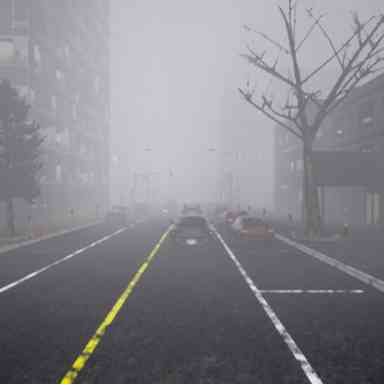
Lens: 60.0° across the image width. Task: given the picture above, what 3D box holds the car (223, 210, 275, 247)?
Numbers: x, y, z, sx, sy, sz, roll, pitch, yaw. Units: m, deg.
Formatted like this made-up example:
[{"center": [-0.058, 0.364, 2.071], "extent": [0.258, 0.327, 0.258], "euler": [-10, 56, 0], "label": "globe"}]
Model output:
[{"center": [2.703, 1.731, 15.532], "extent": [1.802, 1.307, 4.206], "euler": [-1, -1, 0], "label": "car"}]

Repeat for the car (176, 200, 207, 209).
[{"center": [-0.014, 1.773, 29.303], "extent": [2.128, 1.511, 4.902], "euler": [0, 0, 0], "label": "car"}]

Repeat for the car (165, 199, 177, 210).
[{"center": [-3.034, 2.010, 50.361], "extent": [1.812, 1.442, 4.674], "euler": [0, -1, 0], "label": "car"}]

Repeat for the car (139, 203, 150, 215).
[{"center": [-5.854, 1.910, 38.161], "extent": [1.887, 1.381, 4.507], "euler": [-1, -1, 0], "label": "car"}]

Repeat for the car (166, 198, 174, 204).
[{"center": [-5.755, 2.410, 87.355], "extent": [1.947, 1.339, 4.313], "euler": [-1, -1, 0], "label": "car"}]

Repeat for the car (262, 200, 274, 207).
[{"center": [16.274, 2.276, 66.892], "extent": [4.403, 1.369, 2.008], "euler": [0, 0, 1], "label": "car"}]

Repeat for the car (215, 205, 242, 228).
[{"center": [2.734, 1.748, 21.176], "extent": [1.887, 1.381, 4.507], "euler": [-1, -1, 0], "label": "car"}]

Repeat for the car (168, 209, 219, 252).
[{"center": [-0.004, 1.664, 14.389], "extent": [1.812, 1.442, 4.674], "euler": [0, 0, 0], "label": "car"}]

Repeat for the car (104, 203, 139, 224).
[{"center": [-5.821, 1.808, 26.872], "extent": [2.008, 1.369, 4.403], "euler": [-1, -1, 0], "label": "car"}]

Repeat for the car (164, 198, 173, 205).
[{"center": [-5.751, 2.312, 81.531], "extent": [1.752, 1.417, 4.829], "euler": [-1, -1, 0], "label": "car"}]

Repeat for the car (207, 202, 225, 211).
[{"center": [2.788, 1.862, 32.464], "extent": [2.008, 1.369, 4.403], "euler": [-1, -1, 0], "label": "car"}]
